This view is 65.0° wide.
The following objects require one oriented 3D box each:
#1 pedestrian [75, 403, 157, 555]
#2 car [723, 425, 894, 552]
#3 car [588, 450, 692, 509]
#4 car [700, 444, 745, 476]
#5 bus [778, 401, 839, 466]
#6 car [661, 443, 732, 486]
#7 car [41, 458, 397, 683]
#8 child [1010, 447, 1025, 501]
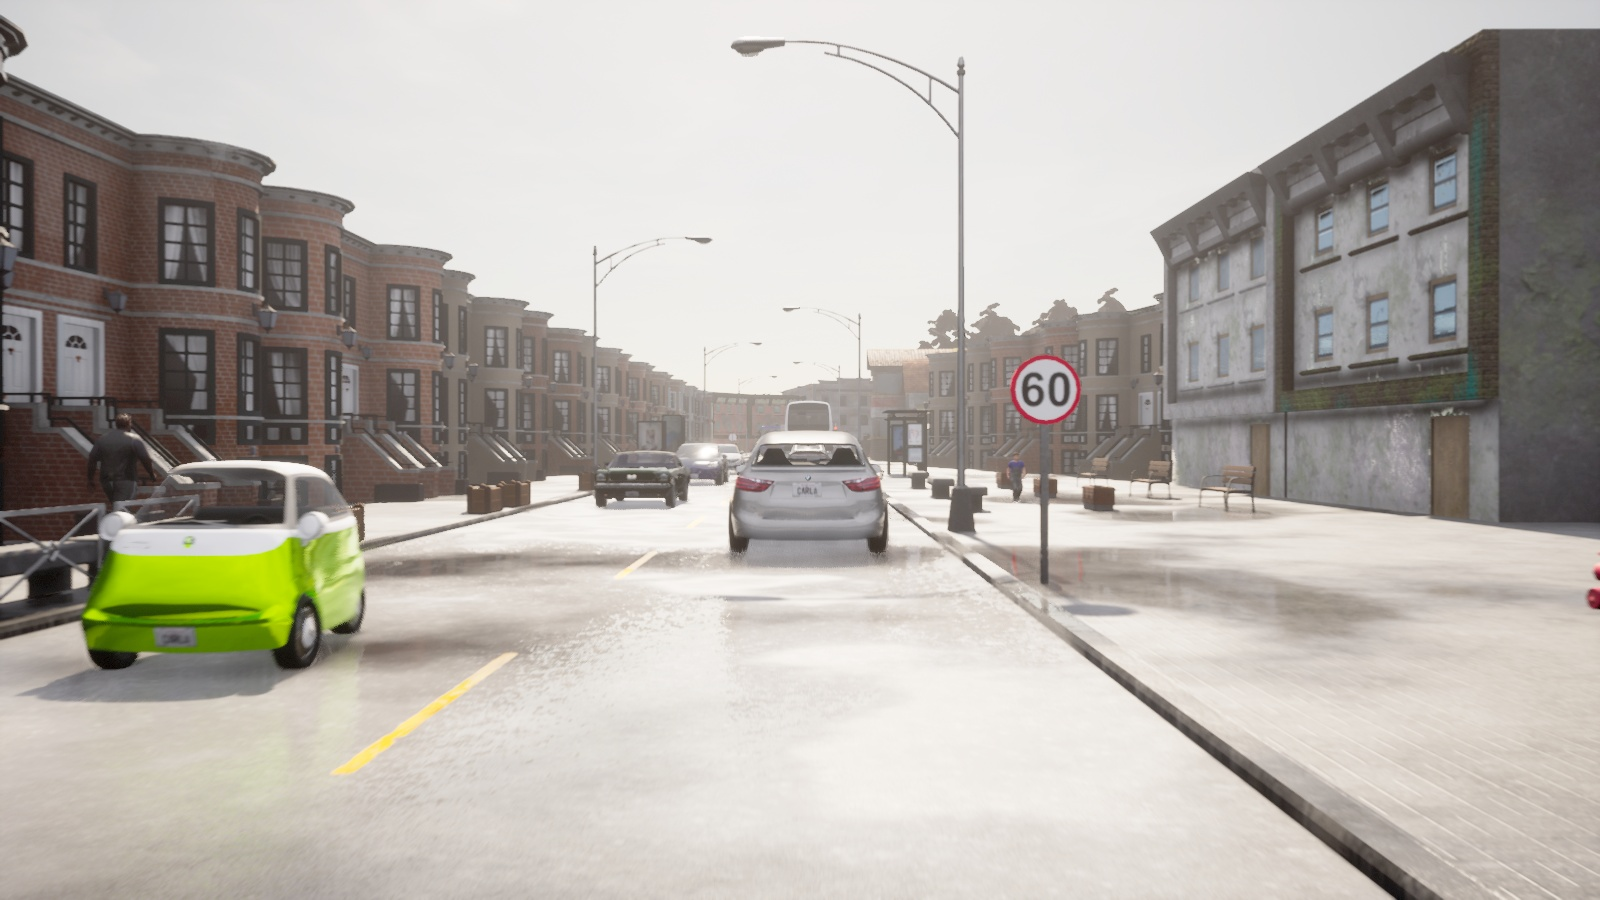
[{"bbox_3d":[-8.689,0.359,15.978,0.563,1.883,0.849,0,0,3],"label":"pedestrian"},{"bbox_3d":[0.121,0.486,18.784,2.242,1.667,4.611,0,0,0],"label":"car"},{"bbox_3d":[-3.809,0.671,30.618,1.895,1.301,4.718,0,0,0],"label":"car"},{"bbox_3d":[-3.601,0.436,59.192,1.812,1.442,4.674,0,0,0],"label":"car"},{"bbox_3d":[0.607,-1.122,87.471,3.944,4.253,10.273,0,0,0],"label":"bus"},{"bbox_3d":[-3.699,0.485,45.865,2.163,1.488,4.792,0,0,0],"label":"car"},{"bbox_3d":[-3.934,0.748,8.841,1.481,1.376,2.207,0,0,0],"label":"car"},{"bbox_3d":[5.148,0.573,29.760,0.270,1.263,0.437,0,0,-2],"label":"child"}]
